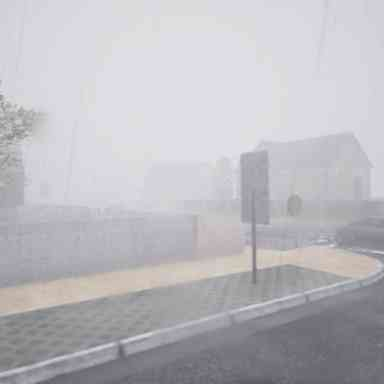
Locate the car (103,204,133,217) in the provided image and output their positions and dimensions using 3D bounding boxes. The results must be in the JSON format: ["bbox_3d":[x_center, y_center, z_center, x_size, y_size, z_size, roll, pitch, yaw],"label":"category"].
[{"bbox_3d":[-8.609,2.089,38.454,2.033,1.411,5.357,-1,0,-34],"label":"car"}]

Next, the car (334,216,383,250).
[{"bbox_3d":[7.984,1.665,13.445,1.994,1.385,4.181,-2,-1,-34],"label":"car"}]
